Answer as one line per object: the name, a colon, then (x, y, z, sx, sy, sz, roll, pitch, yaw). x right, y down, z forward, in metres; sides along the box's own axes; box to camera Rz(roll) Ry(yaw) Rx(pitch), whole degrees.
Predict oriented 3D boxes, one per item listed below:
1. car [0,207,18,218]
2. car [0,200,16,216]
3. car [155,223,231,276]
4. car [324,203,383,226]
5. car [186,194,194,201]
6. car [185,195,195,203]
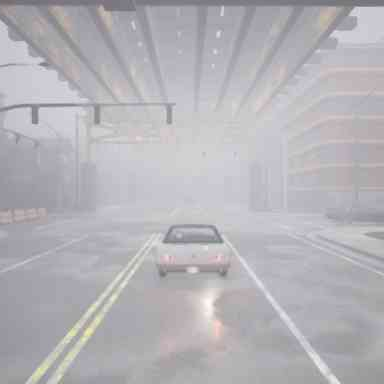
car: (-16.899, 1.474, 26.921, 4.974, 1.542, 2.038, 0, 0, -20)
car: (-16.947, 1.316, 26.903, 4.536, 1.218, 1.853, 0, 0, -20)
car: (0.028, 1.609, 10.282, 1.895, 1.301, 4.718, 0, 0, 0)
car: (11.674, 1.508, 22.887, 4.902, 1.511, 2.128, 0, 0, 0)
car: (-0.412, 1.371, 79.745, 1.882, 1.535, 5.008, 0, 1, 0)
car: (-0.358, 1.489, 69.331, 1.837, 1.490, 4.892, 0, 0, 0)
